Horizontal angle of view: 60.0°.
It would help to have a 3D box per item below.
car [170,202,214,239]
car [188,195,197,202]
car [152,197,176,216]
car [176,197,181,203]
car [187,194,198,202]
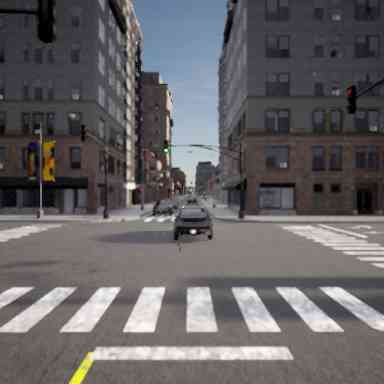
[{"bbox_3d":[0.051,1.507,17.261,1.837,1.490,4.892,0,0,0],"label":"car"},{"bbox_3d":[0.156,1.499,75.155,2.128,1.511,4.902,0,0,1],"label":"car"},{"bbox_3d":[-2.867,1.532,33.316,1.837,1.490,4.892,0,0,0],"label":"car"},{"bbox_3d":[-2.829,1.608,43.401,1.994,1.385,4.181,0,0,0],"label":"car"},{"bbox_3d":[0.032,1.597,64.754,1.837,1.490,4.892,0,0,1],"label":"car"}]
